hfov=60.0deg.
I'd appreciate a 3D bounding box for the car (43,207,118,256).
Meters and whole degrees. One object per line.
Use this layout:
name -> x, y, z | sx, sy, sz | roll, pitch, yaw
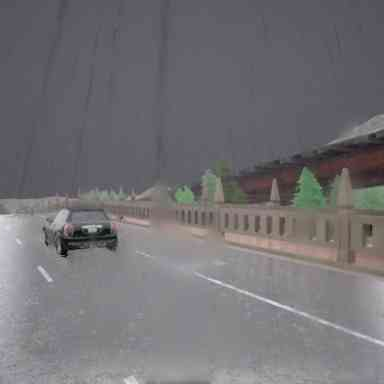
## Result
car -> -4.691, 1.395, 13.638 | 2.097, 1.767, 4.553 | 0, 0, -32
